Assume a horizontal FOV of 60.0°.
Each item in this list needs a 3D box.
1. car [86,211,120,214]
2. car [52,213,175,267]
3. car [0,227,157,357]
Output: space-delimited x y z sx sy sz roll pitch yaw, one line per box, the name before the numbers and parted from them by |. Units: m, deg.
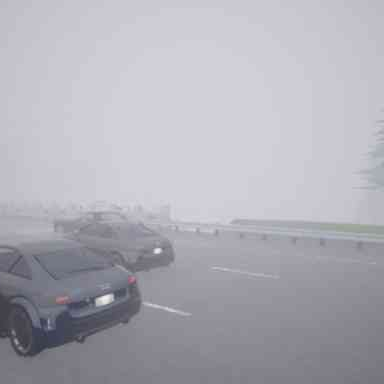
car | -4.621 1.581 15.920 4.718 1.301 1.895 0 0 36
car | -2.554 1.552 10.128 4.181 1.385 1.994 0 0 36
car | -2.913 1.554 6.077 4.181 1.385 1.994 0 0 36
